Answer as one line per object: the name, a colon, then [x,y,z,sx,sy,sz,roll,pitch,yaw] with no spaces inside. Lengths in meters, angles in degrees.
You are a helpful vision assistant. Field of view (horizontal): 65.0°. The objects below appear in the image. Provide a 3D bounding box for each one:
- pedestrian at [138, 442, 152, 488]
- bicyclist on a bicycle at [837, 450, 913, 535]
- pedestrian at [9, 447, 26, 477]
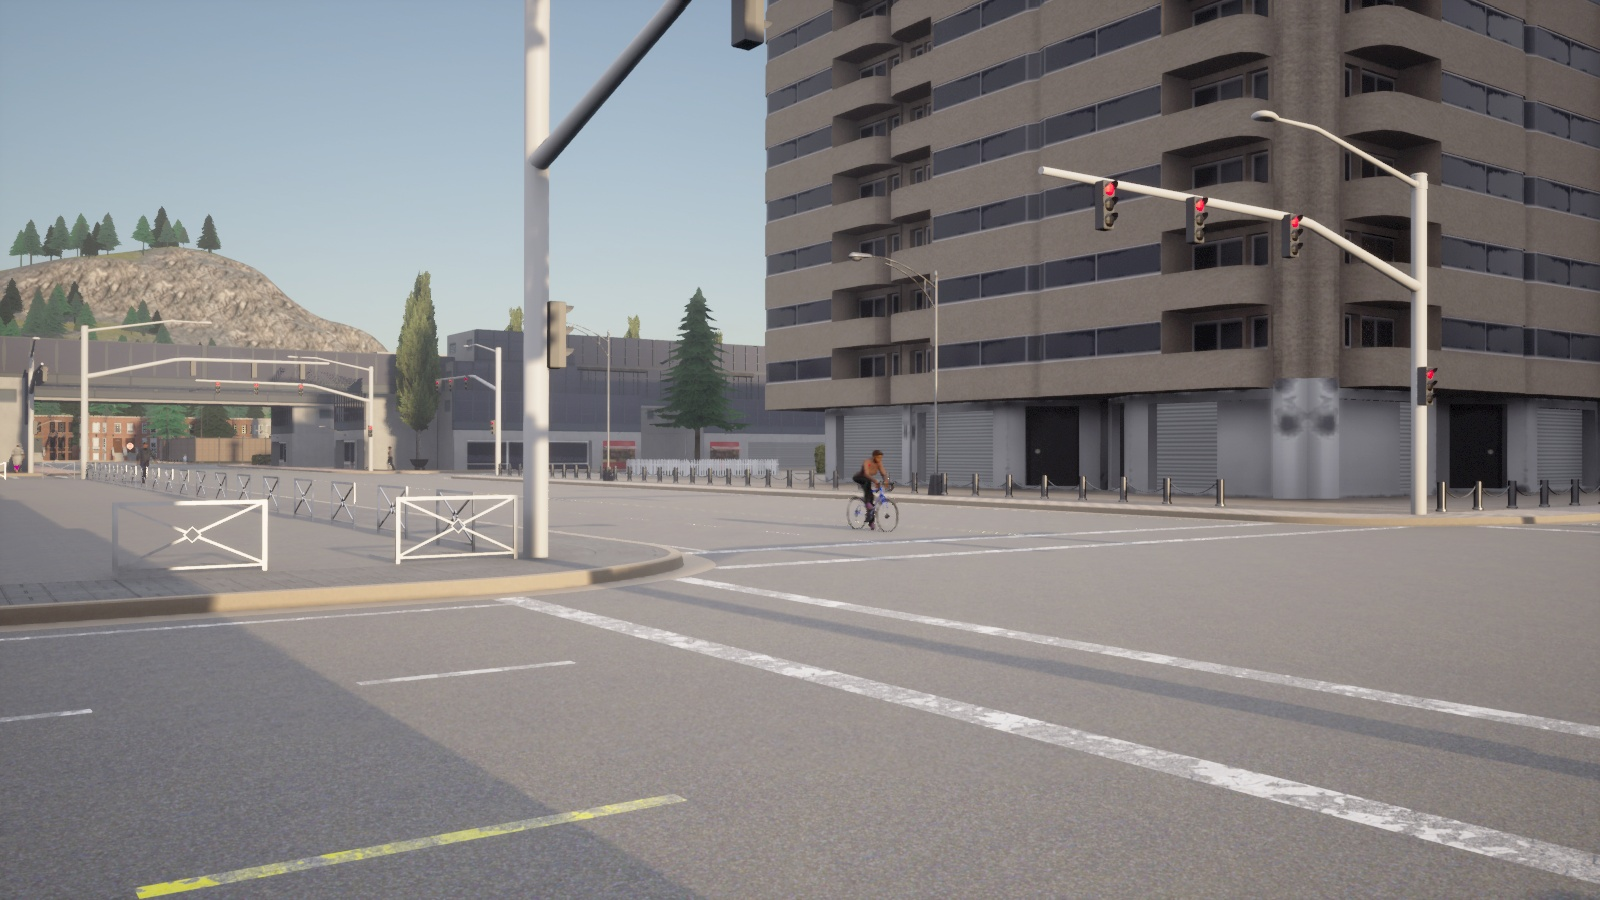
pedestrian: [-28.379,0.652,54.398,0.423,1.949,0.788,0,0,-35]
bicyclist on a bicycle: [1.467,0.811,24.753,0.582,1.620,1.656,0,0,-35]
pedestrian: [-50.434,0.764,80.951,0.659,1.952,0.873,0,0,-15]
